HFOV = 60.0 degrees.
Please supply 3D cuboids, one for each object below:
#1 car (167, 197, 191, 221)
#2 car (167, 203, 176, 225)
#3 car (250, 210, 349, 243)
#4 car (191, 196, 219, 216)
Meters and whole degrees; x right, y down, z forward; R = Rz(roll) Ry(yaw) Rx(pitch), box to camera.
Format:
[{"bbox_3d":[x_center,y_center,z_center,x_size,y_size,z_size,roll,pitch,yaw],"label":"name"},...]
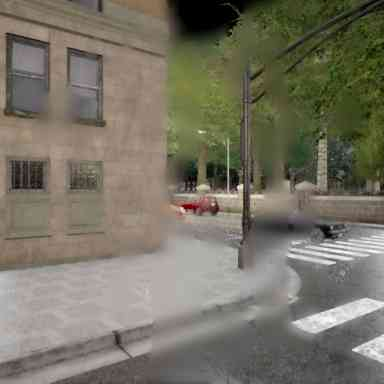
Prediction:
[{"bbox_3d":[-2.387,1.326,25.871,2.097,1.767,4.553,0,0,-35],"label":"car"},{"bbox_3d":[-3.227,1.544,22.238,1.947,1.339,4.313,0,0,-35],"label":"car"},{"bbox_3d":[4.990,1.591,16.245,1.895,1.301,4.718,0,0,-44],"label":"car"},{"bbox_3d":[0.547,1.285,31.774,2.192,1.841,5.009,0,0,-35],"label":"car"}]
